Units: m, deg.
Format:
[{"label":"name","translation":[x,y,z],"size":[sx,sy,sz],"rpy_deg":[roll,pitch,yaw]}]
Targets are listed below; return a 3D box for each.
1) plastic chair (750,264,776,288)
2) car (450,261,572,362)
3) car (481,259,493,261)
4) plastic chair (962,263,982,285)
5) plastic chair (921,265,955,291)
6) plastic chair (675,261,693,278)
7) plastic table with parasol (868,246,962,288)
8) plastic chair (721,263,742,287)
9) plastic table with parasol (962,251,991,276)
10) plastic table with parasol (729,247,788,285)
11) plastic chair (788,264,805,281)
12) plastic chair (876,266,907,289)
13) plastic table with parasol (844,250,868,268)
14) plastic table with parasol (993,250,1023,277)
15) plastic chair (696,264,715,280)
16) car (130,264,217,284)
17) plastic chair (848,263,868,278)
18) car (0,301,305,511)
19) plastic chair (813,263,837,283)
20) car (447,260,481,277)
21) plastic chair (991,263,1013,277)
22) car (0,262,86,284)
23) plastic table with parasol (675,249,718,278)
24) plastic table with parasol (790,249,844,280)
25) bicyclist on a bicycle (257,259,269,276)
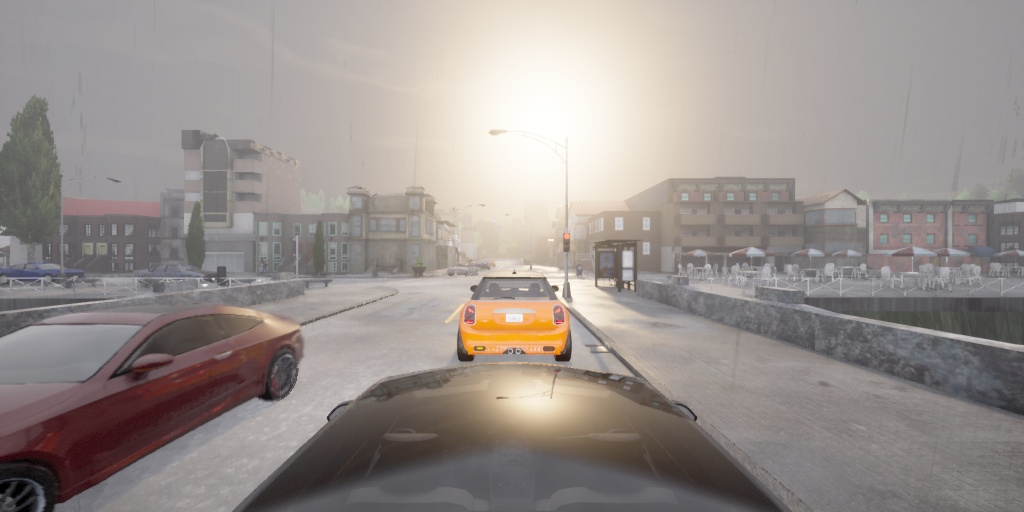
[{"label":"plastic chair","translation":[14.997,1.279,21.459],"size":[0.750,1.272,0.730],"rpy_deg":[0,0,0]},{"label":"car","translation":[0.060,1.102,8.397],"size":[2.097,1.767,4.553],"rpy_deg":[0,0,1]},{"label":"car","translation":[-4.102,1.228,51.074],"size":[1.882,1.535,5.008],"rpy_deg":[0,0,0]},{"label":"plastic chair","translation":[30.497,1.279,23.859],"size":[0.750,1.272,0.730],"rpy_deg":[0,0,0]},{"label":"plastic chair","translation":[23.697,1.279,19.959],"size":[0.750,1.272,0.730],"rpy_deg":[0,0,0]},{"label":"plastic chair","translation":[14.697,1.279,30.659],"size":[0.730,1.272,0.750],"rpy_deg":[0,0,0]},{"label":"plastic table with parasol","translation":[23.797,0.675,21.309],"size":[2.482,2.480,2.482],"rpy_deg":[0,0,0]},{"label":"plastic chair","translation":[13.897,1.279,22.859],"size":[0.730,1.272,0.750],"rpy_deg":[0,0,0]},{"label":"plastic table with parasol","translation":[30.507,0.675,25.139],"size":[2.482,2.480,2.482],"rpy_deg":[0,0,0]},{"label":"plastic table with parasol","translation":[15.167,0.675,22.719],"size":[2.482,2.480,2.482],"rpy_deg":[0,0,0]},{"label":"plastic chair","translation":[21.697,1.279,27.559],"size":[0.730,1.272,0.750],"rpy_deg":[0,0,0]},{"label":"plastic chair","translation":[22.597,1.279,21.359],"size":[0.730,1.272,0.750],"rpy_deg":[0,0,0]},{"label":"plastic table with parasol","translation":[30.227,0.675,32.229],"size":[2.482,2.480,2.482],"rpy_deg":[0,0,0]},{"label":"plastic table with parasol","translation":[46.697,0.675,33.238],"size":[2.482,2.480,2.482],"rpy_deg":[0,0,0]},{"label":"plastic chair","translation":[15.797,1.279,29.259],"size":[0.750,1.272,0.730],"rpy_deg":[0,0,0]},{"label":"car","translation":[-24.471,1.297,26.200],"size":[5.357,1.411,2.033],"rpy_deg":[0,0,0]},{"label":"plastic chair","translation":[29.897,1.279,30.859],"size":[0.750,1.272,0.730],"rpy_deg":[0,0,0]},{"label":"car","translation":[-4.086,1.276,3.729],"size":[1.812,1.442,4.674],"rpy_deg":[0,0,0]},{"label":"plastic chair","translation":[22.797,1.279,26.159],"size":[0.750,1.272,0.730],"rpy_deg":[0,0,0]},{"label":"car","translation":[-4.763,1.351,35.358],"size":[1.895,1.301,4.718],"rpy_deg":[0,0,11]},{"label":"plastic chair","translation":[45.497,1.279,33.358],"size":[0.730,1.272,0.750],"rpy_deg":[0,0,0]},{"label":"car","translation":[-34.328,1.228,26.209],"size":[5.008,1.535,1.882],"rpy_deg":[0,0,0]},{"label":"plastic table with parasol","translation":[15.917,0.675,30.539],"size":[2.482,2.480,2.482],"rpy_deg":[0,0,0]},{"label":"plastic table with parasol","translation":[22.897,0.675,27.509],"size":[2.482,2.480,2.482],"rpy_deg":[0,0,0]},{"label":"bicyclist on a bicycle","translation":[-24.022,1.099,34.599],"size":[0.582,1.620,1.656],"rpy_deg":[0,0,0]}]
